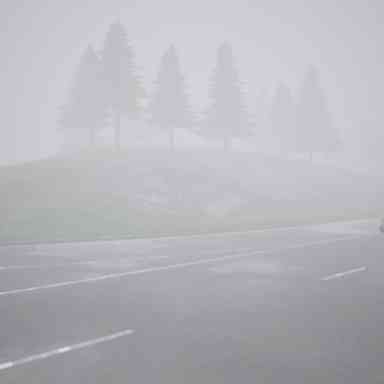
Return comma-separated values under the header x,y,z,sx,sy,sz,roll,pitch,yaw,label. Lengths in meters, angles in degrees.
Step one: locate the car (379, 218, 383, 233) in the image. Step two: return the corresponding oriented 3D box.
x,y,z,sx,sy,sz,roll,pitch,yaw,label
11.061,1.426,15.939,5.357,1.411,2.033,0,0,-36,car
